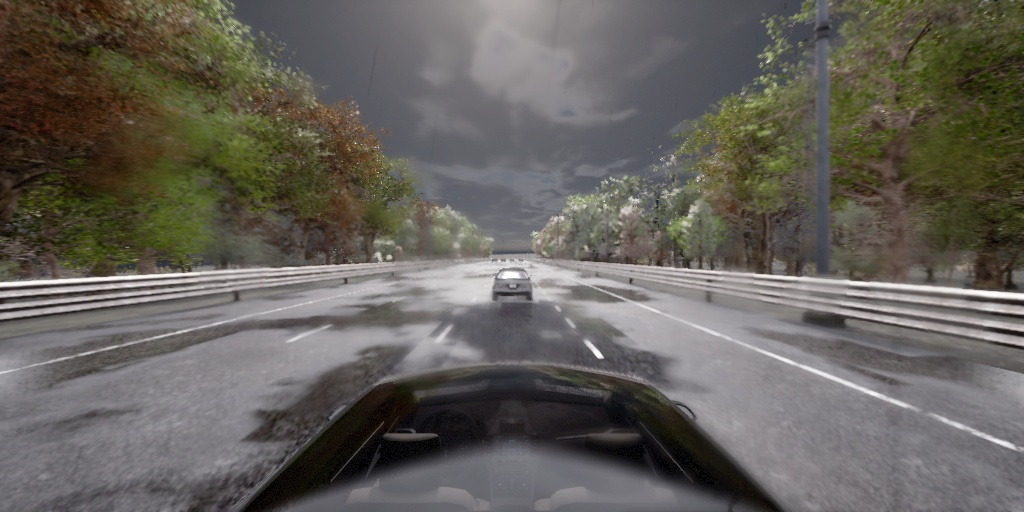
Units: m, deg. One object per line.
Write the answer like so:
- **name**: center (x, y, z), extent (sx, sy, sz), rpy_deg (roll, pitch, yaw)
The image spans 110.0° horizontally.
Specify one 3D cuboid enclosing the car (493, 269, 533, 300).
- **car**: center (0.025, 1.319, 17.658), extent (2.033, 1.411, 5.357), rpy_deg (0, 0, 0)
